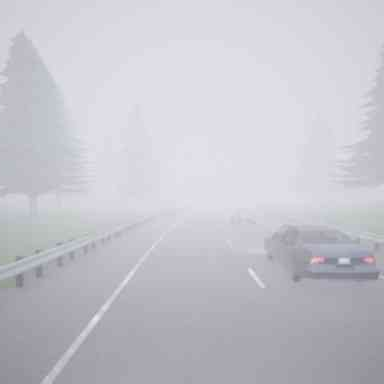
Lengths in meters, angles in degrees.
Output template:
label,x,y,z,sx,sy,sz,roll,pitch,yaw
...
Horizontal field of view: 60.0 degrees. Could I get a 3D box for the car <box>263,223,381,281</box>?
label,x,y,z,sx,sy,sz,roll,pitch,yaw
car,3.541,1.665,10.180,2.033,1.411,5.357,0,-1,1

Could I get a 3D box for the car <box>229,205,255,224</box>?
label,x,y,z,sx,sy,sz,roll,pitch,yaw
car,4.134,1.841,27.773,1.812,1.442,4.674,0,0,4
